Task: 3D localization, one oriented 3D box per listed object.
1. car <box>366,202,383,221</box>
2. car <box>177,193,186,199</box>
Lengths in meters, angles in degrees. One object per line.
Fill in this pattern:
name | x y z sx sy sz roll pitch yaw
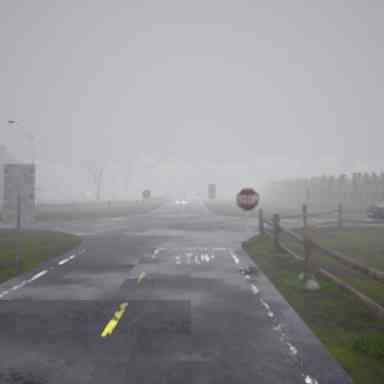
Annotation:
car | 14.018 1.227 21.559 5.008 1.535 1.882 -1 -1 0
car | -2.382 0.940 73.418 1.895 1.301 4.718 0 0 0
